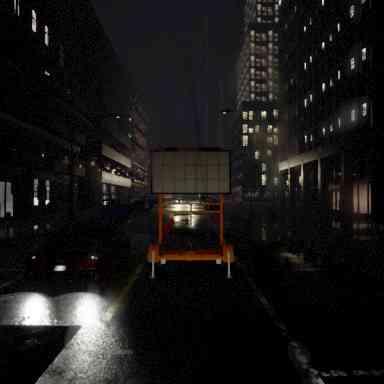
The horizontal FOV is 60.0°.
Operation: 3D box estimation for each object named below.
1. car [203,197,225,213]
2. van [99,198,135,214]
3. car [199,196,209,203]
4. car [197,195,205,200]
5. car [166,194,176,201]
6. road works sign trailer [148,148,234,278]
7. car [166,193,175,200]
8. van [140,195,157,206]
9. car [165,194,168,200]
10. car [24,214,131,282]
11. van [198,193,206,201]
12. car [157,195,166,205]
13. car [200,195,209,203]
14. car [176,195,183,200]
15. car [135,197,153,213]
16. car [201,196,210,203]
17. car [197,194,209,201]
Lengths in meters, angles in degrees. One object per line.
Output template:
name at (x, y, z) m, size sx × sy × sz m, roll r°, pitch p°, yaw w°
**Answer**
car at (2.599, 1.537, 36.500) m, size 2.008 × 1.369 × 4.403 m, roll 1°, pitch 0°, yaw 0°
van at (-5.745, 1.335, 25.192) m, size 1.690 × 1.788 × 3.998 m, roll 1°, pitch 0°, yaw 0°
car at (2.500, 1.491, 70.688) m, size 2.008 × 1.369 × 4.403 m, roll 1°, pitch 0°, yaw 0°
car at (2.427, 1.474, 87.782) m, size 1.947 × 1.339 × 4.313 m, roll 1°, pitch 0°, yaw 0°
car at (-5.908, 1.234, 82.181) m, size 2.192 × 1.841 × 5.009 m, roll 1°, pitch 0°, yaw 0°
road works sign trailer at (-0.029, 0.465, 10.112) m, size 2.380 × 3.560 × 2.880 m, roll 0°, pitch 0°, yaw 0°
car at (-5.941, 1.212, 93.577) m, size 2.192 × 1.841 × 5.009 m, roll 1°, pitch 0°, yaw 0°
van at (-5.794, 1.322, 42.290) m, size 1.690 × 1.788 × 3.998 m, roll 1°, pitch 0°, yaw 0°
car at (-5.848, 1.540, 59.385) m, size 1.802 × 1.307 × 4.206 m, roll 1°, pitch 0°, yaw 0°
car at (-3.028, 1.565, 9.628) m, size 1.994 × 1.385 × 4.181 m, roll 0°, pitch 0°, yaw 0°
van at (2.481, 1.261, 82.084) m, size 1.690 × 1.788 × 3.998 m, roll 1°, pitch 0°, yaw 0°
car at (-5.831, 1.518, 53.687) m, size 2.008 × 1.369 × 4.403 m, roll 1°, pitch 0°, yaw 0°
car at (2.567, 1.519, 47.896) m, size 1.887 × 1.381 × 4.507 m, roll 1°, pitch 0°, yaw 0°
car at (-3.249, 1.404, 85.814) m, size 2.128 × 1.511 × 4.902 m, roll 0°, pitch 0°, yaw 0°
car at (-5.782, 1.552, 36.593) m, size 1.947 × 1.339 × 4.313 m, roll 1°, pitch 0°, yaw 0°
car at (2.583, 1.532, 42.197) m, size 2.008 × 1.369 × 4.403 m, roll 1°, pitch 0°, yaw 0°
car at (2.522, 1.264, 64.990) m, size 2.192 × 1.841 × 5.009 m, roll 1°, pitch 0°, yaw 0°
